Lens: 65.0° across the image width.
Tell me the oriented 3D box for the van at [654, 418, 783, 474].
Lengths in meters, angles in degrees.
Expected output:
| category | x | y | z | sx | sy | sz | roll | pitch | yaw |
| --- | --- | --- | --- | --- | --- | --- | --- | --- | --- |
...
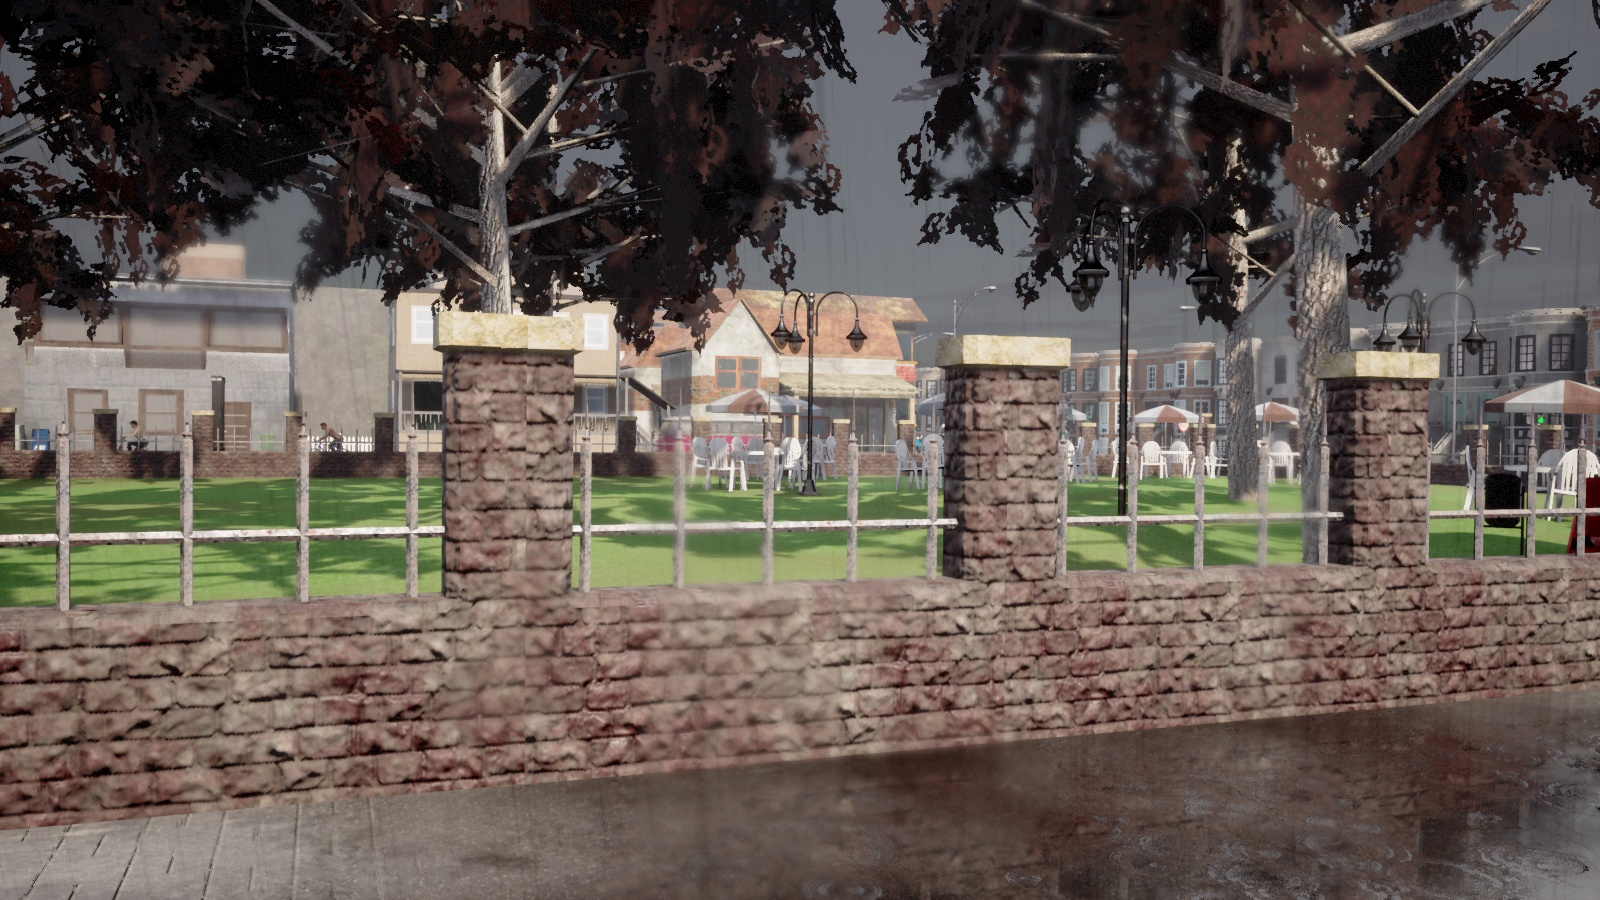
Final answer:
| category | x | y | z | sx | sy | sz | roll | pitch | yaw |
| --- | --- | --- | --- | --- | --- | --- | --- | --- | --- |
| van | -3.030 | -0.177 | 46.739 | 4.442 | 1.987 | 1.775 | -1 | 1 | -21 |
